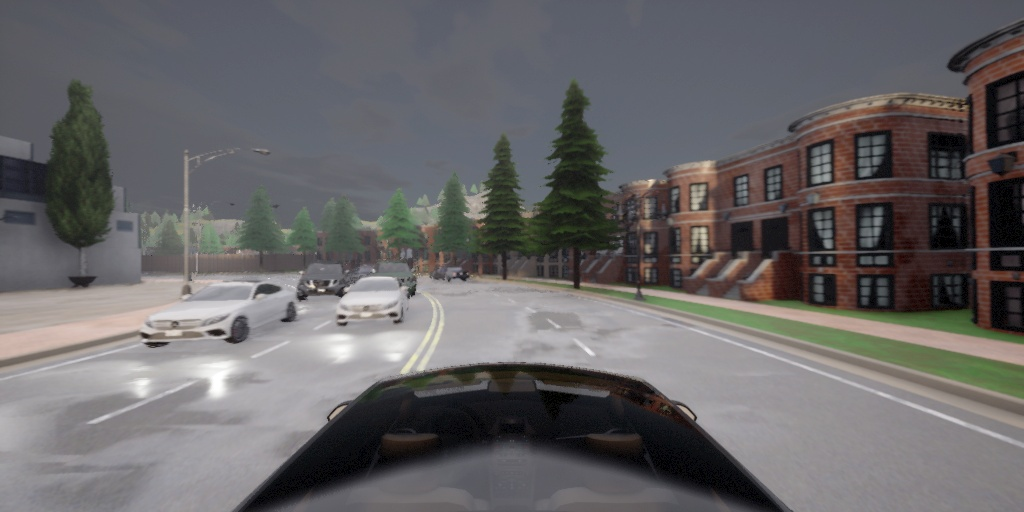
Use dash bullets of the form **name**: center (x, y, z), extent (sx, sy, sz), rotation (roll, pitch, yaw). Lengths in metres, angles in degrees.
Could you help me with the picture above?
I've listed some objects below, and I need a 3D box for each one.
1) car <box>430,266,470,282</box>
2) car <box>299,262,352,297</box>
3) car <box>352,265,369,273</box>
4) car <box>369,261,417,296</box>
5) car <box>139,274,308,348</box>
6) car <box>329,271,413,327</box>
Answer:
- **car**: center (-5.759, 1.615, 32.832), extent (2.033, 1.411, 5.357), rotation (0, -1, -35)
- **car**: center (-10.236, 1.335, 19.765), extent (2.150, 2.045, 5.566), rotation (0, -1, -23)
- **car**: center (-12.427, 1.705, 30.418), extent (1.994, 1.385, 4.181), rotation (0, -1, -37)
- **car**: center (-7.020, 1.312, 21.148), extent (2.150, 2.045, 5.566), rotation (0, -1, -23)
- **car**: center (-7.710, 1.427, 10.048), extent (1.812, 1.442, 4.674), rotation (0, 0, -10)
- **car**: center (-4.597, 1.413, 12.393), extent (1.812, 1.442, 4.674), rotation (0, 0, -12)
